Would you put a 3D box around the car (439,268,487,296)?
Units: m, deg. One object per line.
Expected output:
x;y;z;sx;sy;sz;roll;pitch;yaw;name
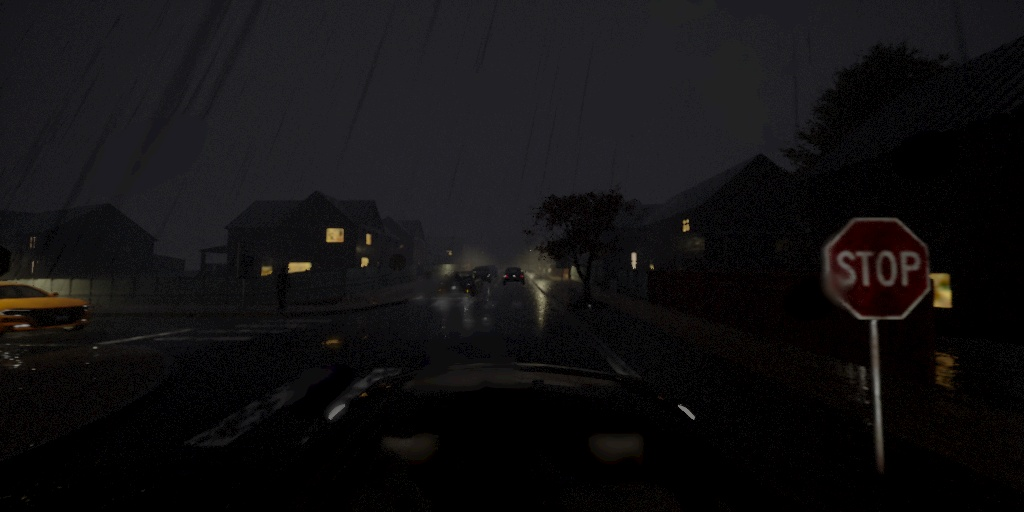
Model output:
-2.920;1.596;21.346;1.994;1.385;4.181;0;-1;4;car

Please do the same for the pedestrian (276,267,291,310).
-9.876;1.375;15.427;0.375;1.860;0.375;0;-3;5;pedestrian

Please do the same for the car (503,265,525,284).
0.166;1.738;31.914;2.033;1.411;5.357;0;-1;0;car

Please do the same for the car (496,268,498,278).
-2.739;1.875;44.315;1.882;1.535;5.008;0;-1;0;car

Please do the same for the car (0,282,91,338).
-14.857;1.477;10.175;5.008;1.535;1.882;-1;-3;7;car

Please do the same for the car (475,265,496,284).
-2.767;1.721;33.281;1.837;1.490;4.892;0;-1;0;car
